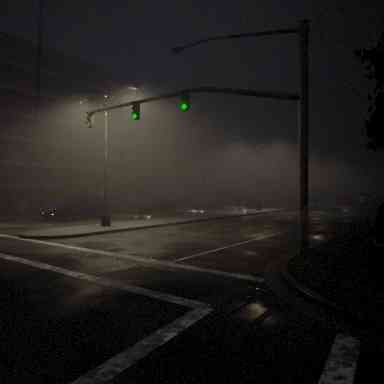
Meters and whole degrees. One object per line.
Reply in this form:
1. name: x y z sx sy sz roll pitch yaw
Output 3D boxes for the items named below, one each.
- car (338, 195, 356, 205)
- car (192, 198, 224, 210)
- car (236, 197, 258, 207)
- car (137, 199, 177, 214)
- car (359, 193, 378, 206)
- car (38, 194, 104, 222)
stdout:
1. car: 26.656 1.352 57.153 2.097 1.767 4.553 0 0 36
2. car: 2.161 1.548 43.262 2.033 1.411 5.357 0 0 36
3. car: 8.632 1.505 52.123 1.837 1.490 4.892 0 0 36
4. car: -3.631 1.478 35.267 1.882 1.535 5.008 0 0 36
5. car: 28.722 1.221 54.039 2.150 2.045 5.566 0 0 36
6. car: -9.535 1.222 27.117 2.150 2.045 5.566 0 0 36
